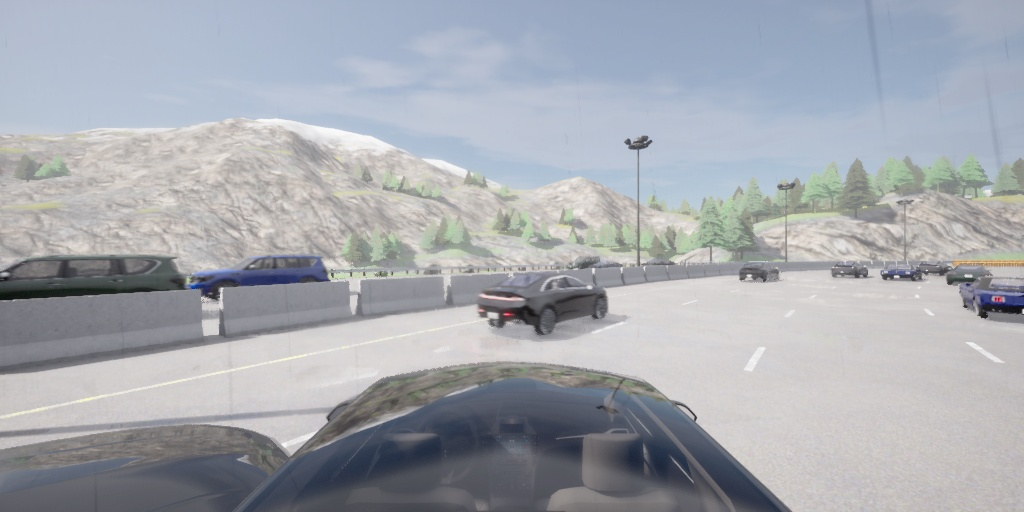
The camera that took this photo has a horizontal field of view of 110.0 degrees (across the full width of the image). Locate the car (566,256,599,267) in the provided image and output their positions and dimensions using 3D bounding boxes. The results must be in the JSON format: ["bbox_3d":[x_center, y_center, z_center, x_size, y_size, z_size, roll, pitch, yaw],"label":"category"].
[{"bbox_3d":[9.723,1.025,47.950,5.566,2.045,2.150,0,0,-38],"label":"car"}]

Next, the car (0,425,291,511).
[{"bbox_3d":[-2.981,1.255,0.486,4.892,1.490,1.837,0,0,-45],"label":"car"}]

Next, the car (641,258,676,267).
[{"bbox_3d":[16.232,0.945,39.710,5.008,1.535,1.882,0,0,-38],"label":"car"}]

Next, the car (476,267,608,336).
[{"bbox_3d":[1.115,1.240,10.584,2.128,1.511,4.902,0,0,41],"label":"car"}]

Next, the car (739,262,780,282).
[{"bbox_3d":[20.114,1.256,29.099,4.892,1.490,1.837,0,0,-40],"label":"car"}]

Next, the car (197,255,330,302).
[{"bbox_3d":[-11.828,0.971,17.214,2.150,2.045,5.566,0,0,40],"label":"car"}]

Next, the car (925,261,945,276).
[{"bbox_3d":[43.312,1.241,36.820,4.902,1.511,2.128,0,0,-31],"label":"car"}]

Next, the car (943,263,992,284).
[{"bbox_3d":[32.558,1.314,25.501,4.181,1.385,1.994,0,0,-37],"label":"car"}]

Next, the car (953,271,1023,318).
[{"bbox_3d":[16.800,1.351,12.053,4.718,1.301,1.895,0,0,-45],"label":"car"}]

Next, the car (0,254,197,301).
[{"bbox_3d":[-12.942,0.971,10.199,2.150,2.045,5.566,0,0,37],"label":"car"}]

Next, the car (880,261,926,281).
[{"bbox_3d":[32.307,1.351,29.687,4.718,1.301,1.895,0,0,-35],"label":"car"}]

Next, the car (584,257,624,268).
[{"bbox_3d":[11.909,1.208,45.215,5.357,1.411,2.033,0,0,-38],"label":"car"}]

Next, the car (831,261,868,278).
[{"bbox_3d":[31.374,1.241,33.297,4.902,1.511,2.128,0,0,-35],"label":"car"}]
